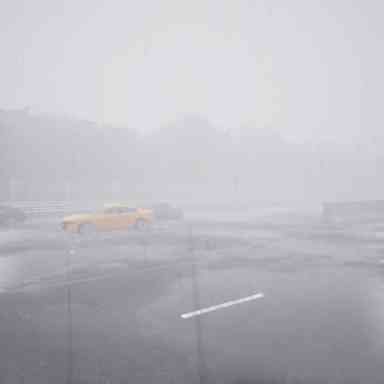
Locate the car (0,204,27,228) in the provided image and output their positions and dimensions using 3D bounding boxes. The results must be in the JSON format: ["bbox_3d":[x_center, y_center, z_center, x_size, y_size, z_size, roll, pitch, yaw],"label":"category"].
[{"bbox_3d":[-12.921,1.487,20.524,4.892,1.490,1.837,-1,1,-36],"label":"car"}]

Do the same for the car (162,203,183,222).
[{"bbox_3d":[-2.694,1.456,23.626,4.181,1.385,1.994,-1,0,-36],"label":"car"}]

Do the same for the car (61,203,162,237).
[{"bbox_3d":[-4.438,1.413,18.036,5.008,1.535,1.882,-1,0,-36],"label":"car"}]
